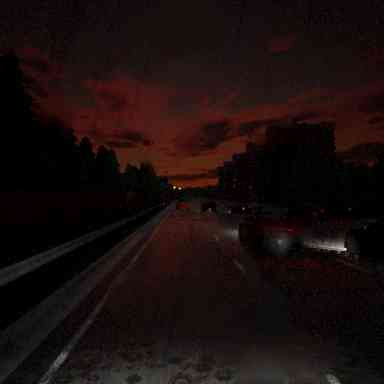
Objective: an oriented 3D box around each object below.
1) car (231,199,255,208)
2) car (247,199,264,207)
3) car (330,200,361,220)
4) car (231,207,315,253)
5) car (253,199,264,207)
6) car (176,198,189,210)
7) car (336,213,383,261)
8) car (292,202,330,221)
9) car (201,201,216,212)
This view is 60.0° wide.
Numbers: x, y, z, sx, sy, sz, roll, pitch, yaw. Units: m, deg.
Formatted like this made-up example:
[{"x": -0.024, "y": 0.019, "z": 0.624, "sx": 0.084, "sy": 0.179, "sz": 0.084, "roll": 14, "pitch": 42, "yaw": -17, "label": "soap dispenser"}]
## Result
[{"x": 5.967, "y": 1.922, "z": 40.625, "sx": 1.994, "sy": 1.385, "sz": 4.181, "roll": -1, "pitch": -1, "yaw": -1, "label": "car"}, {"x": 12.223, "y": 2.081, "z": 64.405, "sx": 2.033, "sy": 1.411, "sz": 5.357, "roll": -1, "pitch": -1, "yaw": -2, "label": "car"}, {"x": 13.279, "y": 1.512, "z": 30.141, "sx": 2.097, "sy": 1.767, "sz": 4.553, "roll": -1, "pitch": -1, "yaw": -2, "label": "car"}, {"x": 3.178, "y": 1.606, "z": 14.239, "sx": 2.128, "sy": 1.511, "sz": 4.902, "roll": -1, "pitch": 0, "yaw": -1, "label": "car"}, {"x": 9.210, "y": 2.015, "z": 49.622, "sx": 1.895, "sy": 1.301, "sz": 4.718, "roll": -1, "pitch": -1, "yaw": -2, "label": "car"}, {"x": -1.561, "y": 1.951, "z": 55.017, "sx": 2.097, "sy": 1.767, "sz": 4.553, "roll": -1, "pitch": -1, "yaw": -2, "label": "car"}, {"x": 6.837, "y": 1.600, "z": 11.016, "sx": 1.994, "sy": 1.385, "sz": 4.181, "roll": -1, "pitch": -1, "yaw": -2, "label": "car"}, {"x": 9.819, "y": 1.713, "z": 28.768, "sx": 1.812, "sy": 1.442, "sz": 4.674, "roll": -1, "pitch": -1, "yaw": -2, "label": "car"}, {"x": 2.303, "y": 1.967, "z": 46.377, "sx": 1.837, "sy": 1.490, "sz": 4.892, "roll": -1, "pitch": -1, "yaw": -2, "label": "car"}]
